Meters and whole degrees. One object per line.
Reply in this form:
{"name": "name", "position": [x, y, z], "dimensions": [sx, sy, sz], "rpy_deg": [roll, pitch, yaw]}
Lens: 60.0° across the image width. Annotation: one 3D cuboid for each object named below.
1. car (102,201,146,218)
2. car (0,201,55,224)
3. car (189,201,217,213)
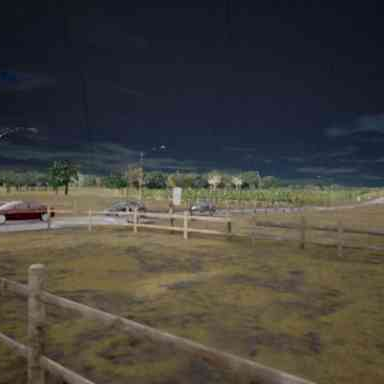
{"name": "car", "position": [-6.591, 1.655, 32.794], "dimensions": [1.837, 1.490, 4.892], "rpy_deg": [2, 0, 35]}
{"name": "car", "position": [-12.600, 1.403, 24.322], "dimensions": [1.882, 1.535, 5.008], "rpy_deg": [2, 0, 36]}
{"name": "car", "position": [1.458, 1.980, 44.193], "dimensions": [2.128, 1.511, 4.902], "rpy_deg": [2, 0, 36]}
